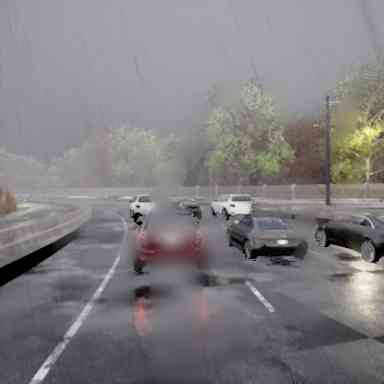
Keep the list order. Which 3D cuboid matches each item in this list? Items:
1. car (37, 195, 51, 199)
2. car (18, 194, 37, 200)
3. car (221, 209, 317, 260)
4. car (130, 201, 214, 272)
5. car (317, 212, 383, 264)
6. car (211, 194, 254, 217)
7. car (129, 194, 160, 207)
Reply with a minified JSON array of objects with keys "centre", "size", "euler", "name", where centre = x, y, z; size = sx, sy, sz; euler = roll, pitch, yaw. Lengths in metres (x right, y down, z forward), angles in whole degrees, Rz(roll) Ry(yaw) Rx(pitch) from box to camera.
[{"centre":[-39.441,1.420,85.996],"size":[4.902,1.511,2.128],"euler":[0,0,37],"name":"car"},{"centre":[-41.586,1.385,83.230],"size":[5.008,1.535,1.882],"euler":[0,0,37],"name":"car"},{"centre":[2.594,1.539,12.414],"size":[1.994,1.385,4.181],"euler":[0,0,-7],"name":"car"},{"centre":[-0.767,1.340,10.998],"size":[2.097,1.767,4.553],"euler":[0,0,-6],"name":"car"},{"centre":[6.187,1.456,11.802],"size":[2.128,1.511,4.902],"euler":[0,0,-7],"name":"car"},{"centre":[3.217,1.174,27.592],"size":[2.150,2.045,5.566],"euler":[0,0,-14],"name":"car"},{"centre":[-3.696,1.199,26.418],"size":[2.150,2.045,5.566],"euler":[0,0,-14],"name":"car"}]
